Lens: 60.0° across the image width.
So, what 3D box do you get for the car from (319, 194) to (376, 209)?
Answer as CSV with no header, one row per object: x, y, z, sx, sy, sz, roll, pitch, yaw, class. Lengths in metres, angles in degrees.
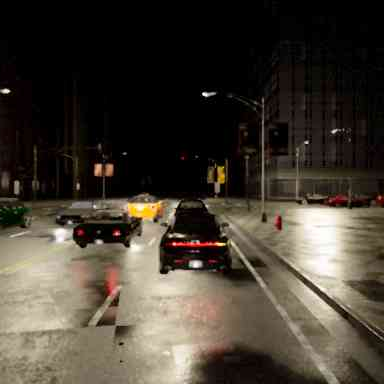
15.285,1.019,32.817,4.206,1.307,1.802,0,0,-1,car

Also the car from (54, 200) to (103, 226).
-6.573,1.232,20.594,2.033,1.411,5.357,0,1,0,car

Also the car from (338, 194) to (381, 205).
20.786,0.939,41.433,4.313,1.339,1.947,0,1,-1,car

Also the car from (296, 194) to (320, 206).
15.146,0.959,41.341,4.313,1.339,1.947,0,1,-1,car

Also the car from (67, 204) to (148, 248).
-3.161,1.384,13.511,1.895,1.301,4.718,0,1,0,car

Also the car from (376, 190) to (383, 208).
20.923,0.731,32.908,5.009,1.841,2.192,0,0,-1,car

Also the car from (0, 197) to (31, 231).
-9.843,1.095,16.199,2.097,1.767,4.553,0,1,0,car

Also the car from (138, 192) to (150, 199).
-9.815,0.699,68.386,1.812,1.442,4.674,0,1,0,car

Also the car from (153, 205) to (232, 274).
0.089,1.341,9.908,1.837,1.490,4.892,0,1,0,car

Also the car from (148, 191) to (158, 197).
-9.829,0.573,83.941,2.033,1.411,5.357,0,0,0,car

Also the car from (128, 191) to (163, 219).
-3.170,1.012,22.499,2.097,1.767,4.553,0,1,0,car

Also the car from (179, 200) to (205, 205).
-0.018,1.178,19.398,1.882,1.535,5.008,0,1,0,car
